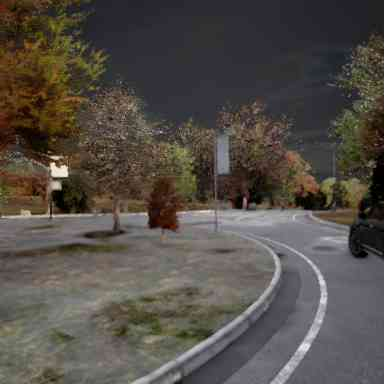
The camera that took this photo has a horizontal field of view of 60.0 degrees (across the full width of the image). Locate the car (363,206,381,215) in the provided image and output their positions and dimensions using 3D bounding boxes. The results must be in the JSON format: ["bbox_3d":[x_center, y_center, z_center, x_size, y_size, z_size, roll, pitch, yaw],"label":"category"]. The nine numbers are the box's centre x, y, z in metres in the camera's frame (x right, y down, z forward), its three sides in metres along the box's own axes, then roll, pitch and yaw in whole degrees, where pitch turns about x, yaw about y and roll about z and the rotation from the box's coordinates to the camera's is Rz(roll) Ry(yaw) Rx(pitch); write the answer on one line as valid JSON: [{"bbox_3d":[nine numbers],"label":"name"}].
[{"bbox_3d":[35.589,3.723,65.537,2.128,1.511,4.902,-1,-5,40],"label":"car"}]

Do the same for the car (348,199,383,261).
[{"bbox_3d":[6.214,1.160,9.350,2.150,2.045,5.566,-1,0,11],"label":"car"}]
